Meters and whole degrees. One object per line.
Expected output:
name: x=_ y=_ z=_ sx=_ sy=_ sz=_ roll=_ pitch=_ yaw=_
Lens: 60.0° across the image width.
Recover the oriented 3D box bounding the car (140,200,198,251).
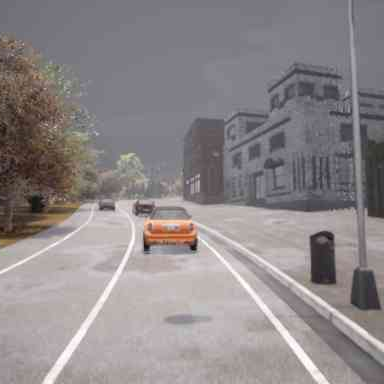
car: x=-1.037 y=1.385 z=14.564 sx=2.097 sy=1.767 sz=4.553 roll=0 pitch=0 yaw=-7

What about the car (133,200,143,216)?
car: x=-4.843 y=1.504 z=33.252 sx=1.882 sy=1.535 sz=5.008 roll=1 pitch=0 yaw=-15

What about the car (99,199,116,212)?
car: x=-9.859 y=1.470 z=38.583 sx=2.033 sy=1.411 sz=5.357 roll=1 pitch=0 yaw=-16
